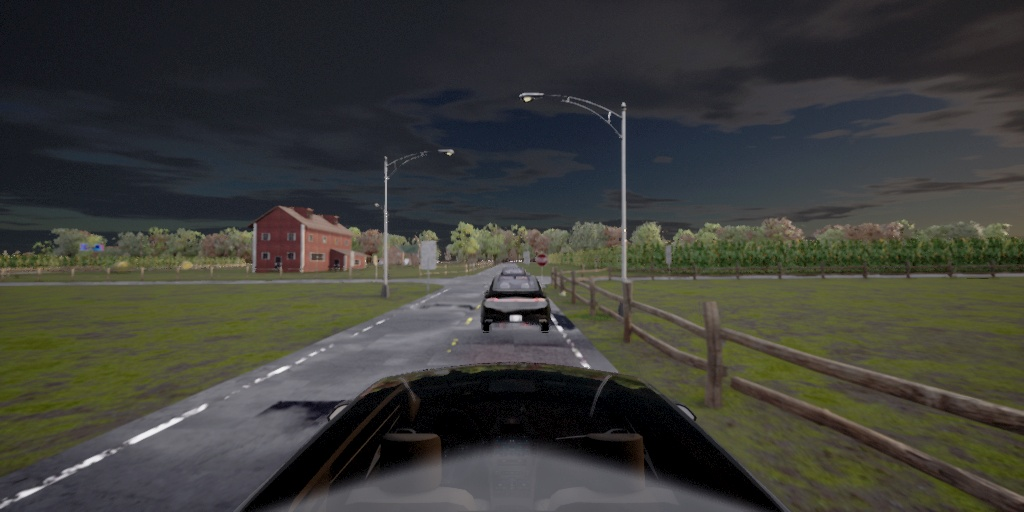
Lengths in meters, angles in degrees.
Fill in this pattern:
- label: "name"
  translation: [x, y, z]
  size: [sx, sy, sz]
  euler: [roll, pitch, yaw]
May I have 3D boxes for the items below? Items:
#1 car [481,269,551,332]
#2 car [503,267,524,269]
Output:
- label: "car"
  translation: [0.094, 1.320, 11.152]
  size: [2.128, 1.511, 4.902]
  euler: [0, -1, 0]
- label: "car"
  translation: [0.087, 1.409, 21.643]
  size: [2.128, 1.511, 4.902]
  euler: [0, 0, 0]
